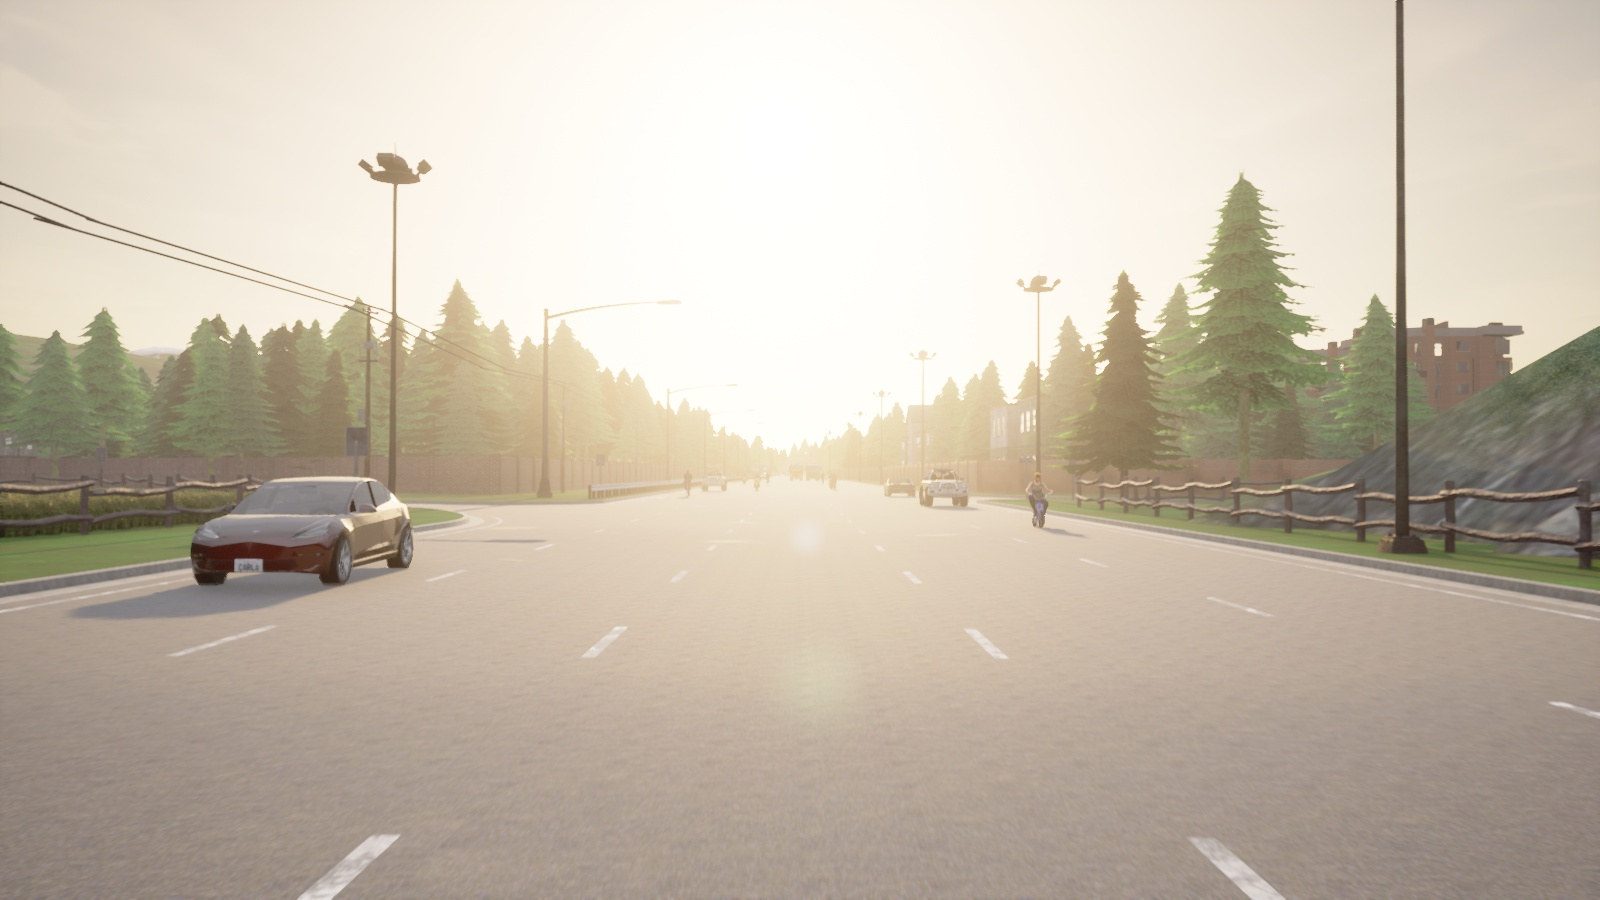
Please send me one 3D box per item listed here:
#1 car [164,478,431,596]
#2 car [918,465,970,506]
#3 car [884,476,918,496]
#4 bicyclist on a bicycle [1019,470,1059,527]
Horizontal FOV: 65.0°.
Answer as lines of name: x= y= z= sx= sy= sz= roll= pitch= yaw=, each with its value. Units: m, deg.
car: x=-7.205 y=1.182 z=18.646 sx=2.163 sy=1.488 sz=4.792 roll=0 pitch=-1 yaw=-2
car: x=6.836 y=1.688 z=59.926 sx=1.932 sy=1.855 sz=4.605 roll=0 pitch=-1 yaw=0
car: x=6.769 y=2.422 z=84.909 sx=1.895 sy=1.301 sz=4.718 roll=0 pitch=-1 yaw=0
bicyclist on a bicycle: x=6.905 y=1.381 z=36.334 sx=0.866 sy=1.612 sz=1.509 roll=0 pitch=-1 yaw=0
